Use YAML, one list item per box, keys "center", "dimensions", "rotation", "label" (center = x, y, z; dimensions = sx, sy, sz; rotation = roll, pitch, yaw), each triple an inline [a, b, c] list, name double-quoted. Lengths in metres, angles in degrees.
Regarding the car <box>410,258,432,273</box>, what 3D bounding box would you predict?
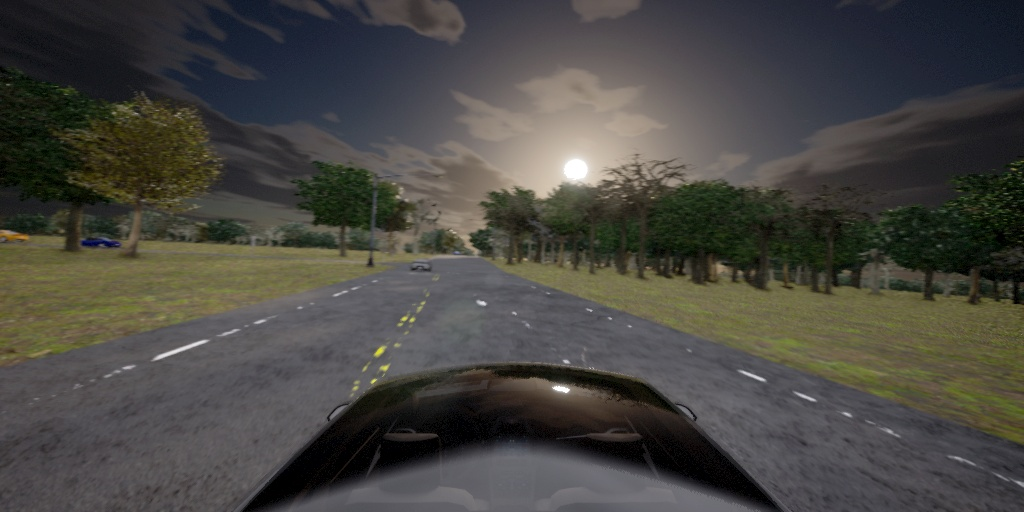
- center: [-9.170, 0.937, 36.456]
  dimensions: [1.994, 1.385, 4.181]
  rotation: [4, 0, -10]
  label: "car"
